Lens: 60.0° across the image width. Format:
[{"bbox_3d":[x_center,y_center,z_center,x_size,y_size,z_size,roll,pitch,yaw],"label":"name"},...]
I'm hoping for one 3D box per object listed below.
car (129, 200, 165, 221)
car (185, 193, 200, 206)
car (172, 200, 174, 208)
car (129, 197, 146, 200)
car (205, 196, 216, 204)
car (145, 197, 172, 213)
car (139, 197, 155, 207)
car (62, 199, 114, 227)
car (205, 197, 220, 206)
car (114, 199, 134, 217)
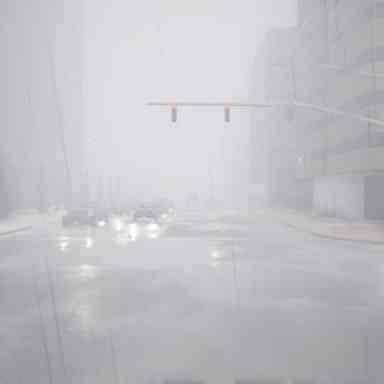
[{"bbox_3d":[-3.573,1.580,27.224,1.895,1.301,4.718,0,0,0],"label":"car"},{"bbox_3d":[0.109,1.180,54.218,2.150,2.045,5.566,0,0,0],"label":"car"},{"bbox_3d":[-3.548,1.529,46.376,1.994,1.385,4.181,0,0,1],"label":"car"},{"bbox_3d":[-7.075,1.446,41.042,1.882,1.535,5.008,0,0,0],"label":"car"},{"bbox_3d":[3.510,1.552,64.270,1.895,1.301,4.718,0,0,0],"label":"car"},{"bbox_3d":[-3.566,1.450,36.471,1.882,1.535,5.008,0,0,0],"label":"car"},{"bbox_3d":[-7.004,1.486,51.761,1.812,1.442,4.674,0,0,0],"label":"car"},{"bbox_3d":[-7.085,1.335,22.555,2.097,1.767,4.553,0,0,0],"label":"car"},{"bbox_3d":[3.608,1.559,55.103,1.895,1.301,4.718,0,0,0],"label":"car"},{"bbox_3d":[-7.083,1.577,31.547,1.895,1.301,4.718,0,0,0],"label":"car"}]
